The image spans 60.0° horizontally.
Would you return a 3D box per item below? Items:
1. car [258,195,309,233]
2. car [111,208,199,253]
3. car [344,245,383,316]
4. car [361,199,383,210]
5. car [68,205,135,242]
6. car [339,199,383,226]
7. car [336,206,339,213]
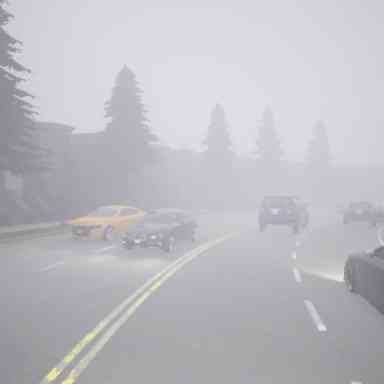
[{"bbox_3d":[5.641,1.241,20.215,2.150,2.045,5.566,1,-1,27],"label":"car"},{"bbox_3d":[-1.115,1.477,13.799,1.837,1.490,4.892,0,0,19],"label":"car"},{"bbox_3d":[4.327,1.595,6.118,1.994,1.385,4.181,0,0,9],"label":"car"},{"bbox_3d":[26.234,1.704,46.693,4.674,1.442,1.812,1,0,-20],"label":"car"},{"bbox_3d":[-3.883,1.421,16.401,1.882,1.535,5.008,0,0,21],"label":"car"},{"bbox_3d":[12.674,1.436,24.378,2.097,1.767,4.553,1,0,38],"label":"car"},{"bbox_3d":[16.268,1.653,32.936,5.357,1.411,2.033,0,0,-40],"label":"car"}]
